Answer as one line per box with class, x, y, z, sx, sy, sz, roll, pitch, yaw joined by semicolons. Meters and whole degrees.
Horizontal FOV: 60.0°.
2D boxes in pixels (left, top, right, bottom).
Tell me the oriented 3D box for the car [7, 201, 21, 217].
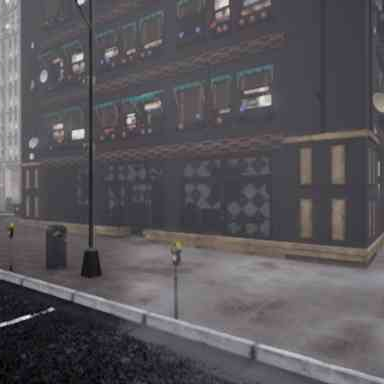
car;-11.431;1.226;25.741;1.947;1.339;4.313;1;2;35
